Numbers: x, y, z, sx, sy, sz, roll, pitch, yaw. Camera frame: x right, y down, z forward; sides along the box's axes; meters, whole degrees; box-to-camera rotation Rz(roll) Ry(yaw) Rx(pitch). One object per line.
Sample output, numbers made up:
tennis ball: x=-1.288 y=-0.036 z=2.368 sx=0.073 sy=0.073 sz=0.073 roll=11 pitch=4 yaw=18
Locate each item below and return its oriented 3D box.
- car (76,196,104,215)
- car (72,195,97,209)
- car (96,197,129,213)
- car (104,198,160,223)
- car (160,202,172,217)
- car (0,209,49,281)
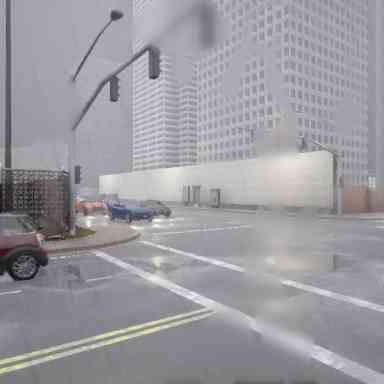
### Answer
car: x=-10.028 y=1.297 z=32.819 sx=2.097 sy=1.767 sz=4.553 roll=0 pitch=0 yaw=-35
car: x=-14.843 y=1.297 z=45.699 sx=2.097 sy=1.767 sz=4.553 roll=0 pitch=0 yaw=-35
car: x=-9.008 y=1.422 z=37.441 sx=1.882 sy=1.535 sz=5.008 roll=0 pitch=0 yaw=-35
car: x=-4.722 y=1.422 z=25.331 sx=1.882 sy=1.535 sz=5.008 roll=0 pitch=0 yaw=-35
car: x=-3.653 y=1.449 z=29.878 sx=1.837 sy=1.490 sz=4.892 roll=0 pitch=0 yaw=-35
car: x=-6.102 y=1.352 z=8.238 sx=4.553 sy=1.767 sz=2.097 roll=0 pitch=0 yaw=-35
